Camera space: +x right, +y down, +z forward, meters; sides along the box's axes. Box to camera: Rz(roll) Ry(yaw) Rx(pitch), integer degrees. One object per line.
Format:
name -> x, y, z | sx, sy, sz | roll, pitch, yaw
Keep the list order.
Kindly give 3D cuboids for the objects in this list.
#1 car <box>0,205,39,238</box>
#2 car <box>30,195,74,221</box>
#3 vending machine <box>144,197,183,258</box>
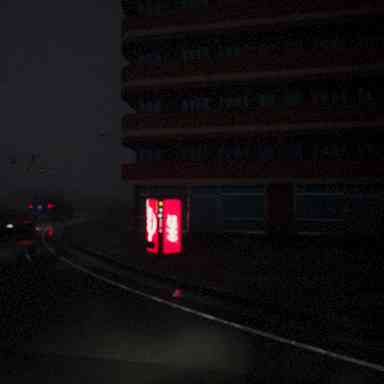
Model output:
car -> -9.500, 1.621, 17.802 | 1.994, 1.385, 4.181 | 0, 0, -23
car -> -11.986, 1.309, 28.660 | 2.150, 2.045, 5.566 | 0, 0, -2
vending machine -> -1.027, 1.224, 12.066 | 1.100, 2.100, 0.880 | 0, 0, -38
